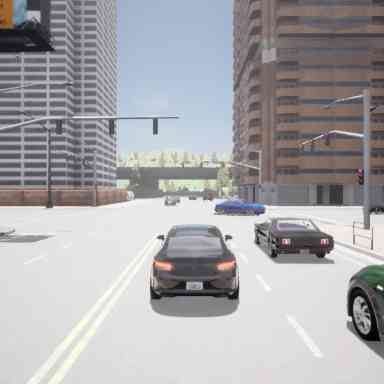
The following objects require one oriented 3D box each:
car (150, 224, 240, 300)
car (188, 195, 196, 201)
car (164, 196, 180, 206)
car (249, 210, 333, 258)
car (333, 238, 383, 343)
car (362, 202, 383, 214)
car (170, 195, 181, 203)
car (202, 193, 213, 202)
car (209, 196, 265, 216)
[{"bbox_3d":[0.066,1.526,8.294,1.812,1.442,4.674,0,0,0],"label":"car"},{"bbox_3d":[0.045,1.425,77.336,1.837,1.490,4.892,0,0,0],"label":"car"},{"bbox_3d":[-3.568,1.491,54.863,2.128,1.511,4.902,0,0,-1],"label":"car"},{"bbox_3d":[3.610,1.601,12.745,1.895,1.301,4.718,0,0,1],"label":"car"},{"bbox_3d":[3.602,1.352,3.660,2.097,1.767,4.553,0,0,0],"label":"car"},{"bbox_3d":[19.977,1.601,33.760,4.718,1.301,1.895,0,0,1],"label":"car"},{"bbox_3d":[-3.459,1.499,69.465,2.128,1.511,4.902,0,0,0],"label":"car"},{"bbox_3d":[3.545,1.225,76.064,2.150,2.045,5.566,0,0,0],"label":"car"},{"bbox_3d":[4.499,1.477,31.889,5.008,1.535,1.882,0,1,33],"label":"car"}]
